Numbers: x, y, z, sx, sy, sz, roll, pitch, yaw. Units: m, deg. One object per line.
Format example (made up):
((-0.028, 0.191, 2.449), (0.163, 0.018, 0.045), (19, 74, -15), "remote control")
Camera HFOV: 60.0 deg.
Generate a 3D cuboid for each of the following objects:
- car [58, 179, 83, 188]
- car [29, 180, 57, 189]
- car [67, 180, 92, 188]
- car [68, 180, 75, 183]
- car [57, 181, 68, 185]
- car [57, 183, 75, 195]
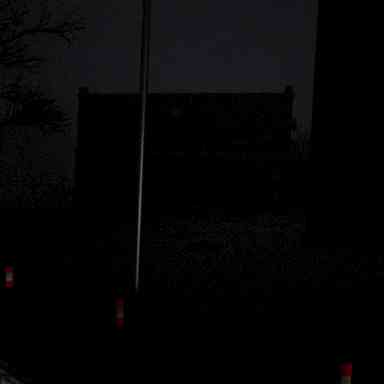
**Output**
((-25.753, -1.760, 70.577), (4.553, 1.767, 2.185), (3, 3, 20), "car")
((-28.608, -1.551, 62.813), (4.553, 1.767, 2.185), (3, 3, 20), "car")
((-24.840, -1.710, 73.187), (4.892, 1.521, 2.231), (3, 3, 20), "car")
((-26.738, -1.525, 68.007), (4.674, 1.452, 2.002), (3, 3, 20), "car")
((-27.695, -1.495, 65.423), (5.008, 1.535, 2.097), (3, 3, 20), "car")
((-17.069, -0.249, 48.461), (1.994, 1.385, 4.181), (3, 2, 16), "car")
